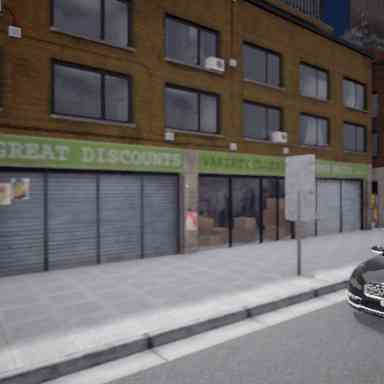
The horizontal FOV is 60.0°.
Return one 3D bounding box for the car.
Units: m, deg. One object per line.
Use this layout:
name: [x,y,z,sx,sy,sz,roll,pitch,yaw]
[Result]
car: [5.040,1.493,6.608,4.892,1.490,1.837,-1,0,-35]
